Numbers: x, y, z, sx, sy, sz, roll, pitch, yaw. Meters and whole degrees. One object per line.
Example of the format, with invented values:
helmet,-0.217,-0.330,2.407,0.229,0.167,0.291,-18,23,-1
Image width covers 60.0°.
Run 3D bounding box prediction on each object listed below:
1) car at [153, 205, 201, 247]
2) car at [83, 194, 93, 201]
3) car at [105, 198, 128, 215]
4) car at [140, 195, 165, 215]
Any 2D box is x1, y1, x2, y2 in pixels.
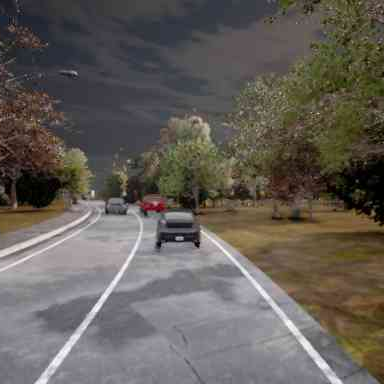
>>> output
car,-0.719,1.549,15.276,1.837,1.490,4.892,1,0,-6
car,-22.689,1.166,72.551,1.837,1.490,4.892,2,-1,-25
car,-7.752,1.359,33.999,2.097,1.767,4.553,1,0,-14
car,-4.242,1.303,35.311,2.150,2.045,5.566,1,0,-14
